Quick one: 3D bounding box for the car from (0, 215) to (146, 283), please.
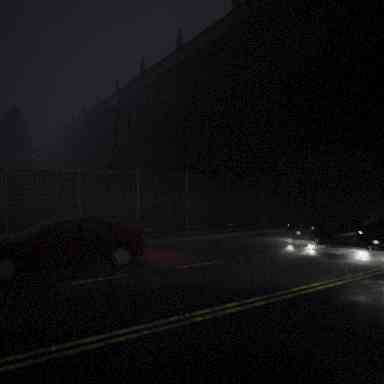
[{"bbox_3d":[-3.821,1.477,9.837,5.008,1.535,1.882,0,0,-33],"label":"car"}]

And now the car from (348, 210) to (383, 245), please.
[{"bbox_3d":[9.333,1.548,14.302,5.357,1.411,2.033,0,0,-33],"label":"car"}]

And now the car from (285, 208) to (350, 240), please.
[{"bbox_3d":[7.232,1.548,17.132,5.357,1.411,2.033,0,0,-33],"label":"car"}]
